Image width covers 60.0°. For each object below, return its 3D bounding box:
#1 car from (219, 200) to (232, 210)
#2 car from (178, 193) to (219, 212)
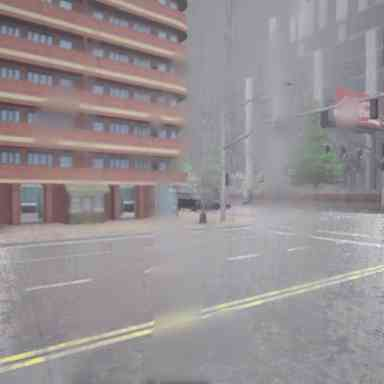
[{"bbox_3d":[2.679,1.532,40.096,1.895,1.301,4.718,0,0,-34],"label":"car"},{"bbox_3d":[0.186,1.157,37.541,2.150,2.045,5.566,0,0,-34],"label":"car"}]
